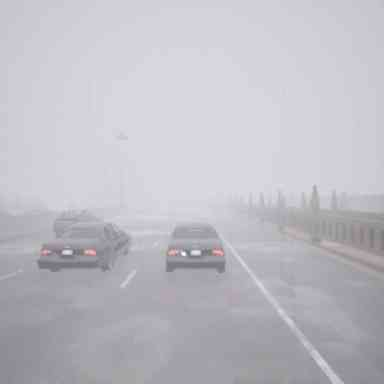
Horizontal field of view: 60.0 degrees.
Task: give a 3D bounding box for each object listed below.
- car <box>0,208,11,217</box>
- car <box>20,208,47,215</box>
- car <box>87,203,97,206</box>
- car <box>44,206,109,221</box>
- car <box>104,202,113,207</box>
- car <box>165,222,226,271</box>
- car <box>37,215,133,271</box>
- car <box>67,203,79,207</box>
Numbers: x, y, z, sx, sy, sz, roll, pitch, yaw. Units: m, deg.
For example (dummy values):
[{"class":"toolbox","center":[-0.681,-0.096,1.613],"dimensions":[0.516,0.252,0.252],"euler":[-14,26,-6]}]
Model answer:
[{"class":"car","center":[-17.594,2.076,28.838],"dimensions":[1.812,1.442,4.674],"euler":[0,-1,0]},{"class":"car","center":[-14.091,2.145,30.415],"dimensions":[1.994,1.385,4.181],"euler":[0,-1,0]},{"class":"car","center":[-21.088,2.903,70.089],"dimensions":[1.994,1.385,4.181],"euler":[0,-1,-16]},{"class":"car","center":[-6.900,1.876,20.700],"dimensions":[2.128,1.511,4.902],"euler":[0,-1,0]},{"class":"car","center":[-18.176,2.865,72.519],"dimensions":[2.128,1.511,4.902],"euler":[0,-1,-16]},{"class":"car","center":[0.102,1.745,11.530],"dimensions":[2.033,1.411,5.357],"euler":[0,-1,0]},{"class":"car","center":[-3.401,1.747,11.580],"dimensions":[2.033,1.411,5.357],"euler":[0,-1,0]},{"class":"car","center":[-23.541,2.884,65.691],"dimensions":[1.895,1.301,4.718],"euler":[0,-1,-13]}]
